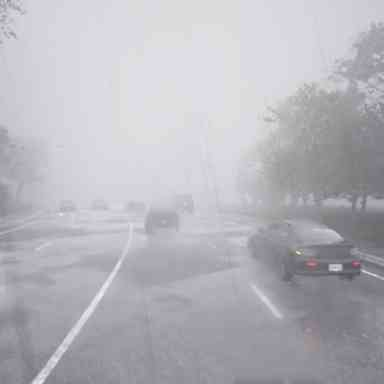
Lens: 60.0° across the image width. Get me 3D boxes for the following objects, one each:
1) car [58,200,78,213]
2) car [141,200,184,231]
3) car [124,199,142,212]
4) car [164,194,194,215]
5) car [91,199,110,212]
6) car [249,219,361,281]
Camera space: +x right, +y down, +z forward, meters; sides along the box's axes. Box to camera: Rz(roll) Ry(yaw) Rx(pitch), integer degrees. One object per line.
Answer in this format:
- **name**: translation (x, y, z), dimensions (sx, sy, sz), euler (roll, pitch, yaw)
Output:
- **car**: translation (-13.973, 1.559, 37.553), dimensions (2.033, 1.411, 5.357), euler (0, 0, -20)
- **car**: translation (-1.960, 1.478, 20.534), dimensions (1.882, 1.535, 5.008), euler (0, 0, -10)
- **car**: translation (-6.674, 1.485, 38.303), dimensions (1.882, 1.535, 5.008), euler (0, 0, -19)
- **car**: translation (-1.427, 1.222, 33.509), dimensions (2.150, 2.045, 5.566), euler (0, 0, -16)
- **car**: translation (-10.870, 1.557, 39.246), dimensions (2.033, 1.411, 5.357), euler (0, 0, -20)
- **car**: translation (3.027, 1.516, 9.708), dimensions (1.812, 1.442, 4.674), euler (0, 0, -4)
